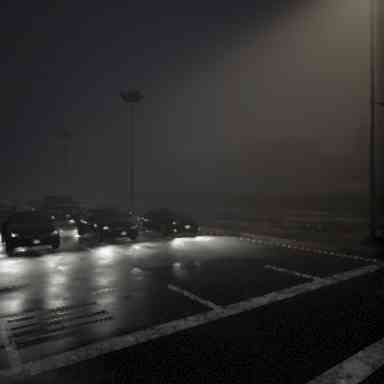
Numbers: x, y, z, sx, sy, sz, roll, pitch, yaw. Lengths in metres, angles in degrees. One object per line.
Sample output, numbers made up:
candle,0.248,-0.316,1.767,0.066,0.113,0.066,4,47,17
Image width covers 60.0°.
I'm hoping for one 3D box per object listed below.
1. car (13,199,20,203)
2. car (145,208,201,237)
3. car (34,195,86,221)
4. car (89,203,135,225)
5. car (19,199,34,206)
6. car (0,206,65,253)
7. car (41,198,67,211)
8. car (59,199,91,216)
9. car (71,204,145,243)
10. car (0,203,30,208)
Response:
car,-21.219,1.607,41.424,1.994,1.385,4.181,0,0,-33
car,-1.330,1.565,18.273,1.994,1.385,4.181,0,0,-34
car,-9.773,1.242,24.445,2.150,2.045,5.566,0,0,-34
car,-6.252,1.613,25.489,1.895,1.301,4.718,0,0,-34
car,-15.354,1.537,32.661,1.837,1.490,4.892,0,0,-34
car,-6.937,1.541,14.110,1.812,1.442,4.674,0,0,-33
car,-17.538,1.582,42.206,2.033,1.411,5.357,0,0,-34
car,-12.055,1.502,34.029,1.882,1.535,5.008,0,0,-34
car,-4.295,1.534,16.445,1.812,1.442,4.674,0,0,-35
car,-12.089,1.627,21.621,1.895,1.301,4.718,0,0,-34
